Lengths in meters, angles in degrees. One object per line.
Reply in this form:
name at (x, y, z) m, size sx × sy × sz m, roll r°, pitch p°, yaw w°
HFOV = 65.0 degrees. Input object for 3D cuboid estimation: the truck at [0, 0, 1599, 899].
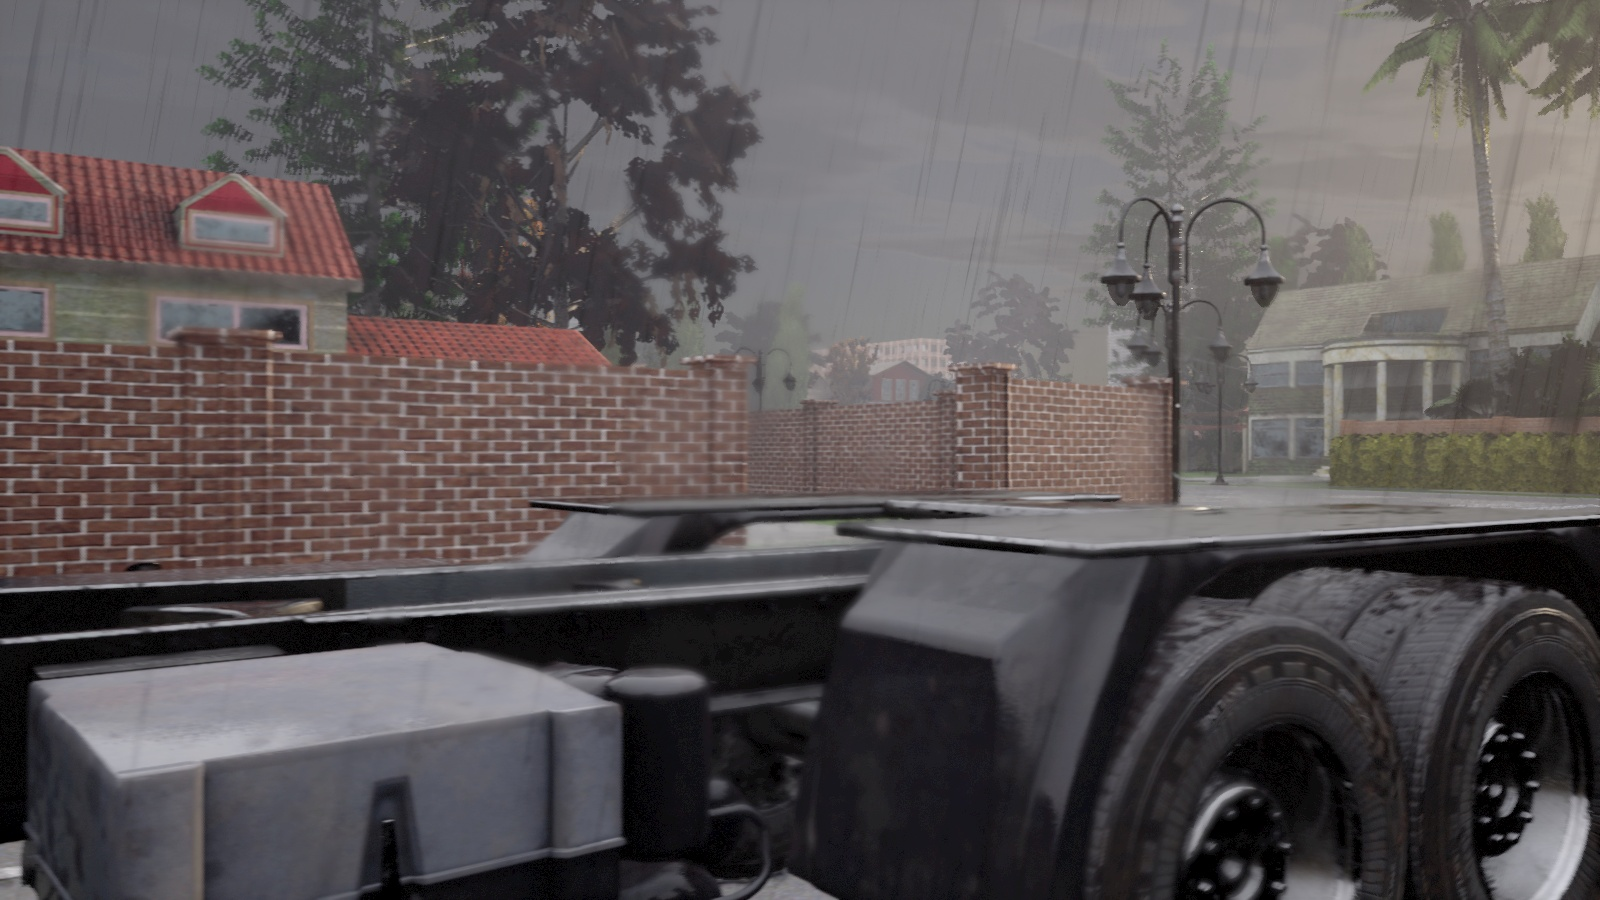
truck at (-1.041, -0.228, 2.938) m, size 7.936 × 3.462 × 2.891 m, roll 0°, pitch 0°, yaw -35°
